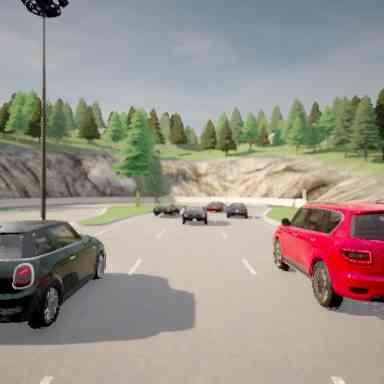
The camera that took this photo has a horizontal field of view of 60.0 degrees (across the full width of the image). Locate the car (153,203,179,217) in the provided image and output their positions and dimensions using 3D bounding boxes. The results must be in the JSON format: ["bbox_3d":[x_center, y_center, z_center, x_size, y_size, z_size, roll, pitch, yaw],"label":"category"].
[{"bbox_3d":[-2.385,1.762,33.671,1.895,1.301,4.718,0,0,11],"label":"car"}]

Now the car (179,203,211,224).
[{"bbox_3d":[0.291,1.726,25.985,1.895,1.301,4.718,0,0,2],"label":"car"}]

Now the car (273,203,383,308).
[{"bbox_3d":[3.601,1.261,8.122,2.150,2.045,5.566,0,0,0],"label":"car"}]

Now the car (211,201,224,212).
[{"bbox_3d":[3.132,1.761,40.879,1.994,1.385,4.181,0,0,15],"label":"car"}]

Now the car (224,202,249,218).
[{"bbox_3d":[4.511,1.720,32.434,1.994,1.385,4.181,0,0,11],"label":"car"}]

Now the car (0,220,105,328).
[{"bbox_3d":[-3.399,1.387,7.227,2.097,1.767,4.553,0,0,0],"label":"car"}]
